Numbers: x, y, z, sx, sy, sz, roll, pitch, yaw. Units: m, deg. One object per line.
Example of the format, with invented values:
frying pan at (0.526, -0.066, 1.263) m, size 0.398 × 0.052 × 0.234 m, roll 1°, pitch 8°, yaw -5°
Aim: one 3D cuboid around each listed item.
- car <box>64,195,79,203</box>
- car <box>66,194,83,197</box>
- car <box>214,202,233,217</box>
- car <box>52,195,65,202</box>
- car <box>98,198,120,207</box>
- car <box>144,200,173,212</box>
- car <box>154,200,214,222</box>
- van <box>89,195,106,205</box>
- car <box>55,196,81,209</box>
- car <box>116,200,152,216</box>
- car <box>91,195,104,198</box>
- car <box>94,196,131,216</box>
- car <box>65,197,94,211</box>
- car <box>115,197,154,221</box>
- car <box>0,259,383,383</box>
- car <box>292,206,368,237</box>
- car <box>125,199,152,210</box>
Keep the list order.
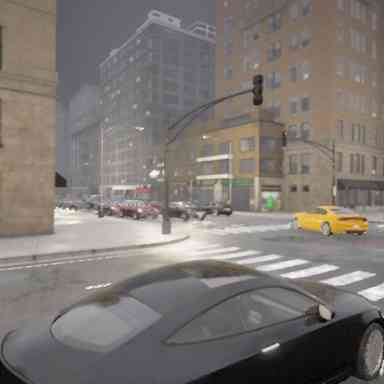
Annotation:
car at (-26.444, 1.536, 72.796) m, size 1.967 × 1.590 × 4.097 m, roll 0°, pitch 0°, yaw -35°
car at (-18.070, 1.260, 51.514) m, size 2.150 × 2.045 × 5.566 m, roll 0°, pitch 0°, yaw -35°
car at (2.148, 1.637, 32.269) m, size 1.947 × 1.339 × 4.313 m, roll 0°, pitch 0°, yaw -35°
car at (-32.798, 1.547, 81.802) m, size 1.967 × 1.590 × 4.097 m, roll 0°, pitch 0°, yaw -35°
car at (-13.737, 1.626, 54.783) m, size 2.008 × 1.369 × 4.403 m, roll 0°, pitch 0°, yaw -35°
car at (-4.207, 1.651, 41.275) m, size 1.802 × 1.307 × 4.206 m, roll 0°, pitch 0°, yaw -35°
car at (-0.767, 1.527, 26.880) m, size 2.128 × 1.511 × 4.902 m, roll 0°, pitch 0°, yaw -35°
van at (-16.913, 1.421, 59.287) m, size 1.690 × 1.788 × 3.998 m, roll 0°, pitch 0°, yaw -35°
car at (-17.117, 1.569, 45.654) m, size 2.008 × 1.369 × 4.403 m, roll 0°, pitch 0°, yaw -35°
car at (-6.109, 1.559, 34.454) m, size 1.812 × 1.442 × 4.674 m, roll 0°, pitch 0°, yaw -35°
car at (-11.929, 1.386, 42.730) m, size 2.097 × 1.767 × 4.553 m, roll 0°, pitch 0°, yaw -35°
car at (-7.586, 1.456, 32.146) m, size 1.967 × 1.590 × 4.097 m, roll 0°, pitch 0°, yaw -35°
car at (-13.940, 1.598, 41.151) m, size 1.802 × 1.307 × 4.206 m, roll 0°, pitch 0°, yaw -35°
car at (-4.409, 1.458, 27.644) m, size 1.967 × 1.590 × 4.097 m, roll 0°, pitch 0°, yaw -35°
car at (0.386, 1.533, 3.750) m, size 4.674 × 1.442 × 1.812 m, roll 0°, pitch 0°, yaw -37°
car at (7.469, 1.529, 18.580) m, size 1.882 × 1.535 × 5.008 m, roll 2°, pitch 0°, yaw -12°
car at (-7.384, 1.636, 45.778) m, size 1.947 × 1.339 × 4.313 m, roll 0°, pitch 0°, yaw -35°
